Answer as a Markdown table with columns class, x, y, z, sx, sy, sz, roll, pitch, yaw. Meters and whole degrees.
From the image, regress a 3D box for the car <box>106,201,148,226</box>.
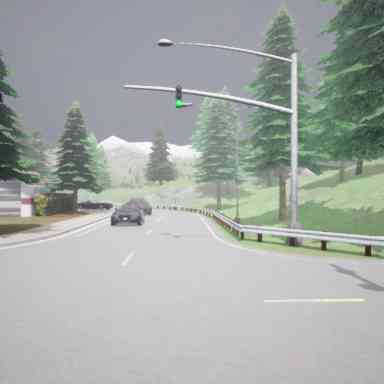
| class | x | y | z | sx | sy | sz | roll | pitch | yaw |
| --- | --- | --- | --- | --- | --- | --- | --- | --- | --- |
| car | -4.438 | 1.552 | 23.451 | 1.994 | 1.385 | 4.181 | 0 | 0 | -3 |

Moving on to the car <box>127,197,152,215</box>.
| class | x | y | z | sx | sy | sz | roll | pitch | yaw |
| --- | --- | --- | --- | --- | --- | --- | --- | --- | --- |
| car | -5.447 | 1.336 | 33.225 | 2.097 | 1.767 | 4.553 | 0 | 0 | -20 |

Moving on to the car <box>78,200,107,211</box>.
| class | x | y | z | sx | sy | sz | roll | pitch | yaw |
| --- | --- | --- | --- | --- | --- | --- | --- | --- | --- |
| car | -12.158 | 1.586 | 40.845 | 4.718 | 1.301 | 1.895 | 0 | 0 | 13 |
